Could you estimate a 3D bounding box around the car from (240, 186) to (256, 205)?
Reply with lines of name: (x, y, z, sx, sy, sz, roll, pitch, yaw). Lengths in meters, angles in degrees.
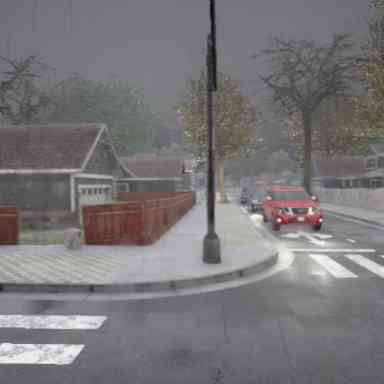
car: (6.613, 0.328, 37.898, 2.150, 2.045, 5.566, 0, 1, 5)

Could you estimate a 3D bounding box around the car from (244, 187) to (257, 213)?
car: (5.762, 0.689, 27.309, 2.097, 1.767, 4.553, 0, 1, 4)

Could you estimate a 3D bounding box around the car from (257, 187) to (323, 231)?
car: (5.007, 0.776, 17.427, 2.150, 2.045, 5.566, 0, 1, 4)
